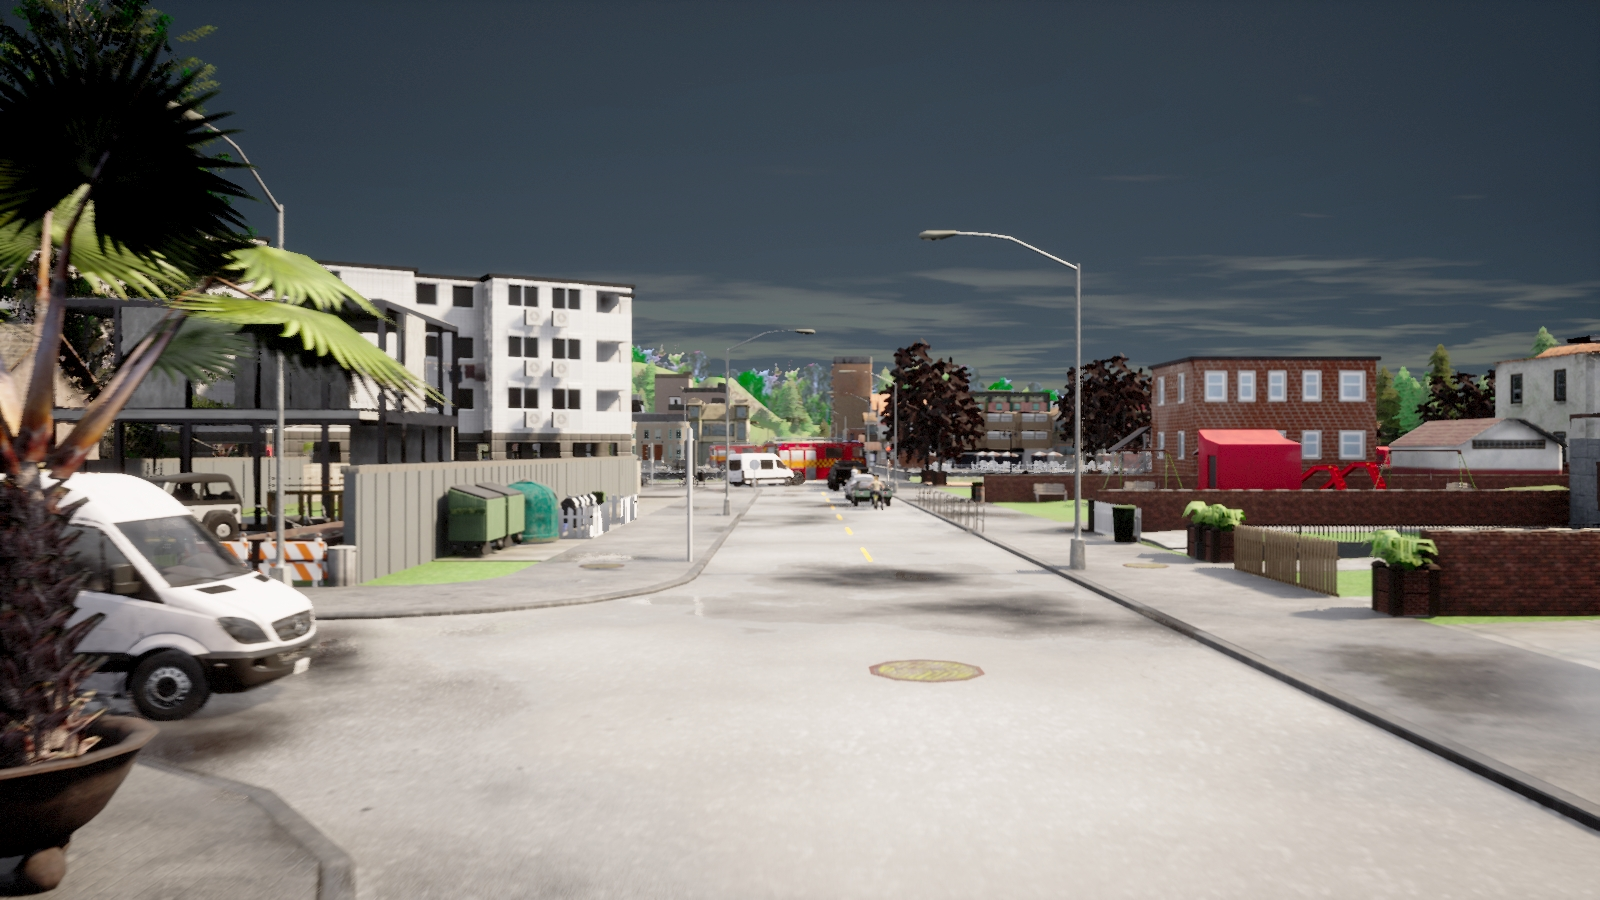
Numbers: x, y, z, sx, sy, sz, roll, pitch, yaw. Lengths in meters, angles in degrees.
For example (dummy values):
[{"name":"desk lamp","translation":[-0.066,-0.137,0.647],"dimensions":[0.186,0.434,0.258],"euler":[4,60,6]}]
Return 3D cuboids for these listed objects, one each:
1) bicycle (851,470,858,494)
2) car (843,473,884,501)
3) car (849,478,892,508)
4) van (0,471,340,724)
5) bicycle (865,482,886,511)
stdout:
[{"name":"bicycle","translation":[3.488,2.056,73.195],"dimensions":[0.373,1.496,1.643],"euler":[0,0,0]},{"name":"car","translation":[3.537,2.081,64.598],"dimensions":[2.002,1.442,4.674],"euler":[0,0,0]},{"name":"car","translation":[3.539,2.155,58.055],"dimensions":[1.895,1.301,4.718],"euler":[0,0,0]},{"name":"van","translation":[-8.488,1.532,12.729],"dimensions":[5.915,2.561,1.988],"euler":[0,0,-1]},{"name":"bicycle","translation":[3.530,2.158,53.239],"dimensions":[0.859,1.276,1.487],"euler":[0,0,-1]}]
